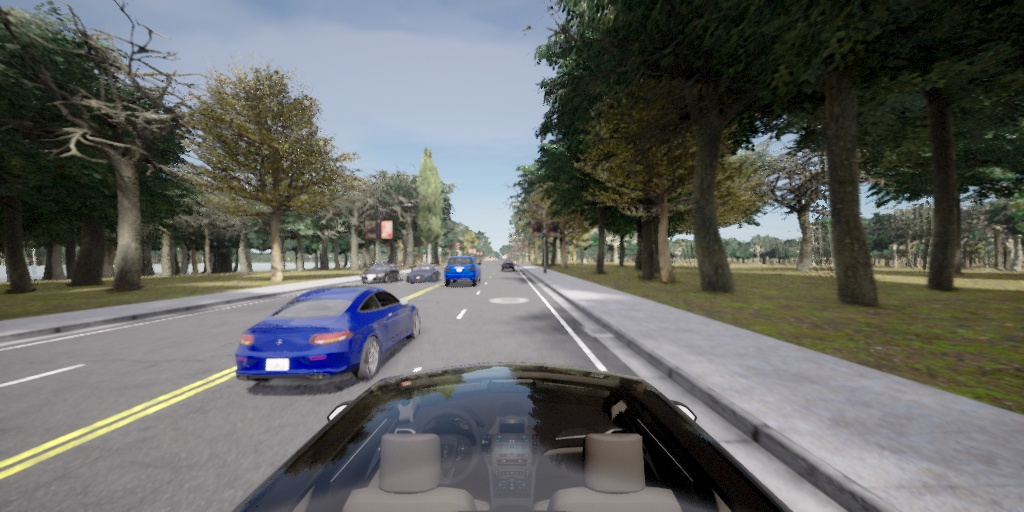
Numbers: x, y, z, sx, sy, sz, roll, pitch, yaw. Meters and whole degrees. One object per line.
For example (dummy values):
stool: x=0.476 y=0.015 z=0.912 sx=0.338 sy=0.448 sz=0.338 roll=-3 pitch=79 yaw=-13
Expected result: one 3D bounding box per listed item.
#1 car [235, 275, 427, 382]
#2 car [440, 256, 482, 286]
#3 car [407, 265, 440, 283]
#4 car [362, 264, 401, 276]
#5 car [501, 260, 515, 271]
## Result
car: x=-3.204 y=1.307 z=7.151 sx=1.812 sy=1.442 sz=4.674 roll=0 pitch=0 yaw=-1
car: x=-3.471 y=1.029 z=26.073 sx=2.150 sy=2.045 sz=5.566 roll=0 pitch=0 yaw=-1
car: x=-6.943 y=1.406 z=28.415 sx=1.994 sy=1.385 sz=4.181 roll=0 pitch=0 yaw=-1
car: x=-10.192 y=1.362 z=28.237 sx=2.128 sy=1.511 sz=4.902 roll=0 pitch=0 yaw=-1
car: x=-0.585 y=1.369 z=52.451 sx=1.837 sy=1.490 sz=4.892 roll=0 pitch=0 yaw=-1
